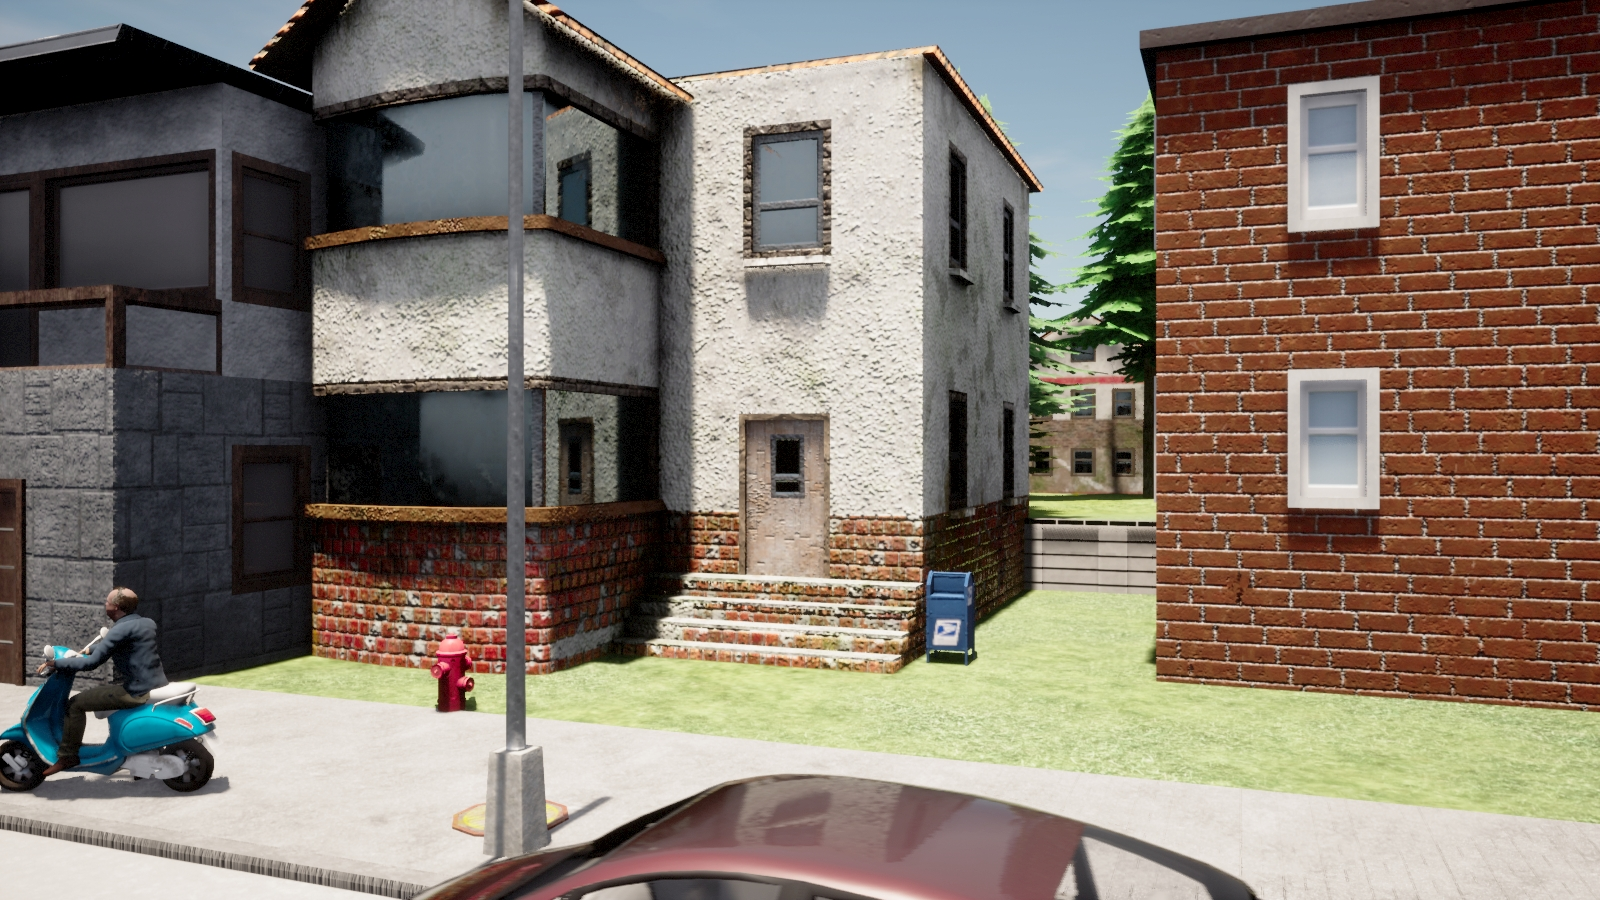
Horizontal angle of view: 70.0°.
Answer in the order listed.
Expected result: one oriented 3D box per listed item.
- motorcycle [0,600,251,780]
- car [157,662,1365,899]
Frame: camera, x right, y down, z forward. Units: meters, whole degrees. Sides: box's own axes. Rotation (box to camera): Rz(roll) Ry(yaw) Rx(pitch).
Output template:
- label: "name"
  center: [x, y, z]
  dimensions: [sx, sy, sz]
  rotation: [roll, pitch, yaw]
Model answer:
- label: "motorcycle"
  center: [-5.442, 1.858, 9.019]
  dimensions: [1.805, 1.236, 0.856]
  rotation: [0, 0, 1]
- label: "car"
  center: [-0.137, 1.806, 4.054]
  dimensions: [3.705, 1.549, 1.789]
  rotation: [0, 0, 21]
